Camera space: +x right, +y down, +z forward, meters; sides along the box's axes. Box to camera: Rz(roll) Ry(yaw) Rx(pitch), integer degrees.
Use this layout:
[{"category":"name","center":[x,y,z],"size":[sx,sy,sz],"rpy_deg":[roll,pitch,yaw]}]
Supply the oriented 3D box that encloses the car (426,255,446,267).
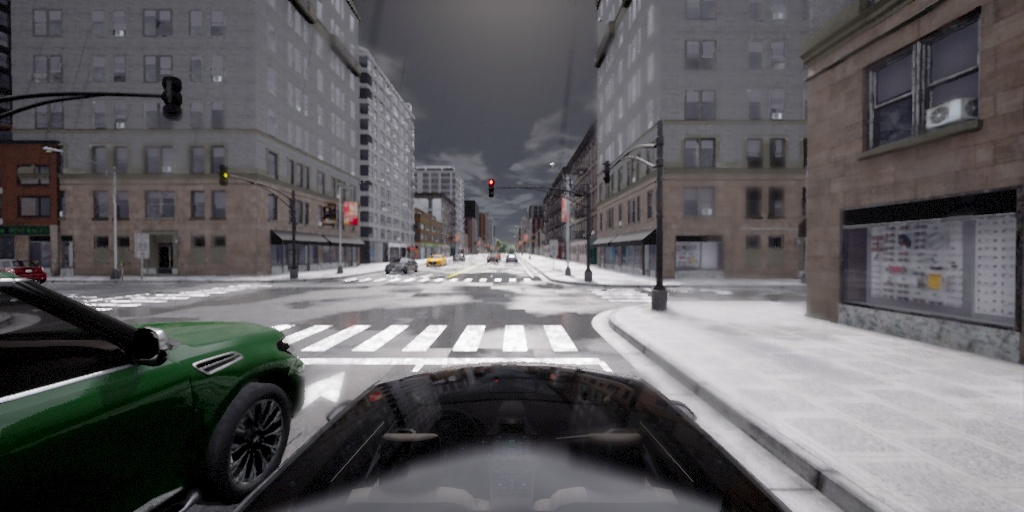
[{"category":"car","center":[-9.871,0.588,47.034],"size":[1.882,1.535,5.008],"rpy_deg":[0,1,0]}]

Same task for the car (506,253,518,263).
[{"category":"car","center":[-0.052,0.460,61.855],"size":[1.994,1.385,4.181],"rpy_deg":[0,1,0]}]

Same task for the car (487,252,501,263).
[{"category":"car","center":[-3.302,0.497,61.883],"size":[1.895,1.301,4.718],"rpy_deg":[0,1,0]}]

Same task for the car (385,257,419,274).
[{"category":"car","center":[-9.871,0.844,32.436],"size":[1.812,1.442,4.674],"rpy_deg":[0,1,2]}]

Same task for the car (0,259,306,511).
[{"category":"car","center":[-3.148,0.978,1.223],"size":[2.150,2.045,5.566],"rpy_deg":[0,1,0]}]
